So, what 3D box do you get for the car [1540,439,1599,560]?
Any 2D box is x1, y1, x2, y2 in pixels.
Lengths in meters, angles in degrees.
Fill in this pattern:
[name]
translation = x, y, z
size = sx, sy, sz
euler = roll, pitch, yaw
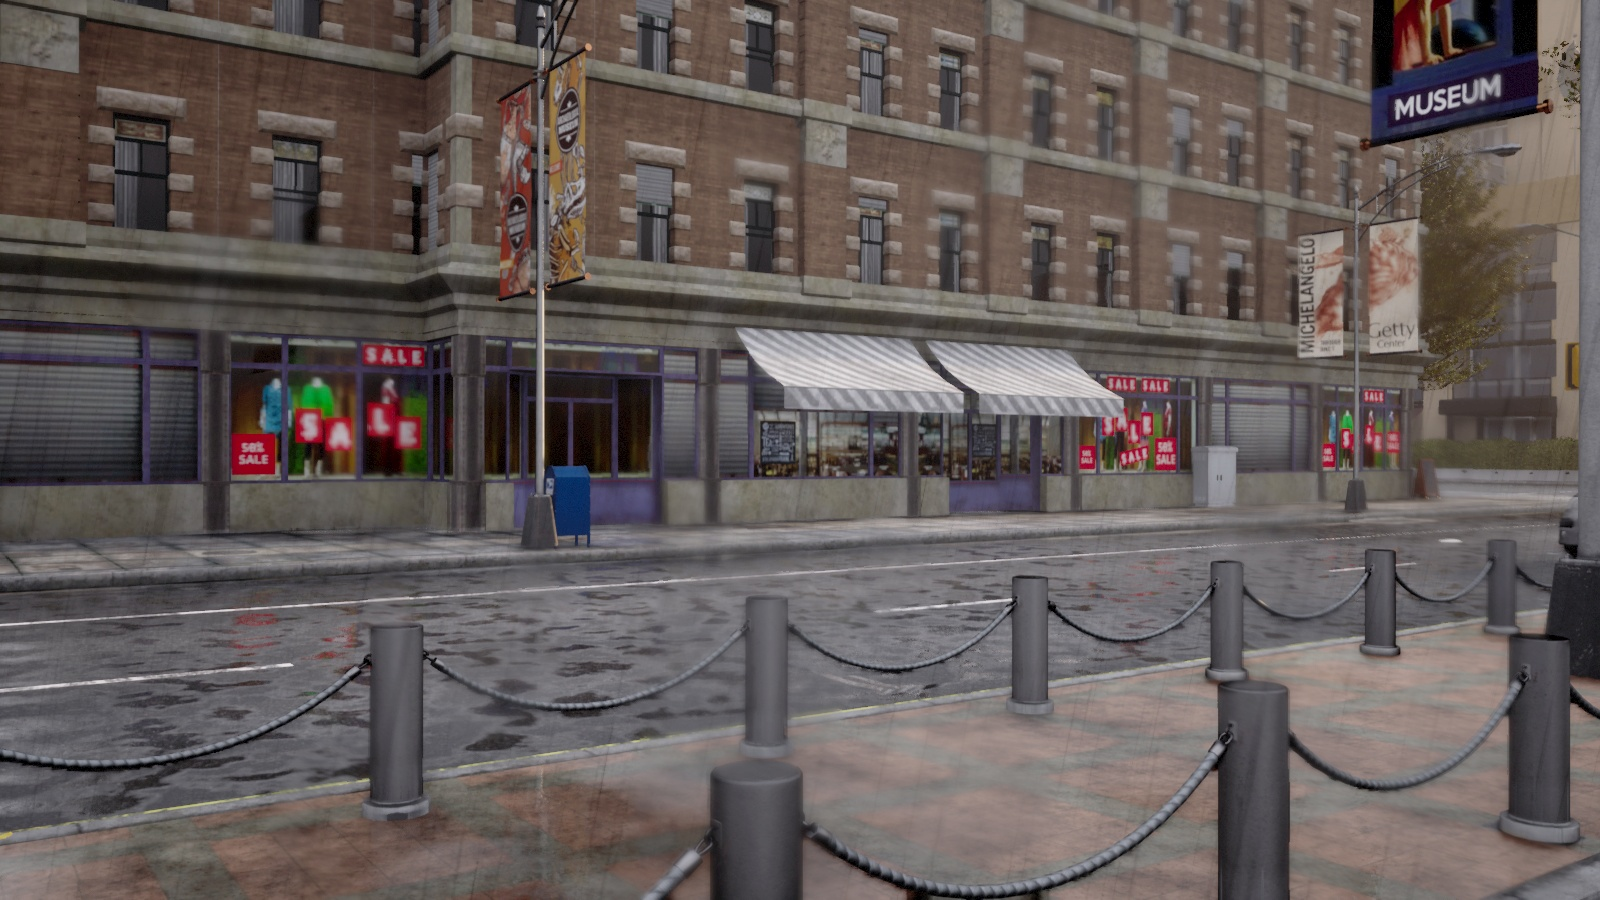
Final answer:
[car]
translation = 12.434, 0.657, 17.794
size = 3.988, 1.617, 1.851
euler = 0, 0, -35
